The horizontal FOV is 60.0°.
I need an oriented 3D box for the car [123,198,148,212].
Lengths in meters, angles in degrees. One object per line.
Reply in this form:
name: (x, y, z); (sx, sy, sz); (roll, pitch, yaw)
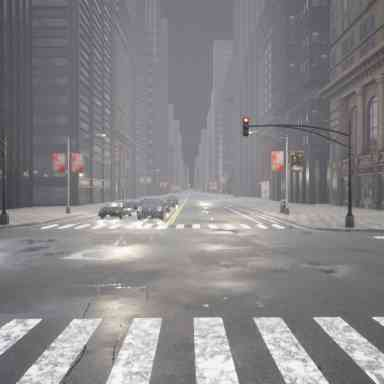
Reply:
car: (-6.584, 1.521, 39.446); (2.033, 1.411, 5.357); (0, 0, 0)

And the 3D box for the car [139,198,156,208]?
car: (-6.585, 1.563, 49.532); (1.895, 1.301, 4.718); (0, 0, 0)

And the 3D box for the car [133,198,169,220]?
car: (-3.338, 1.336, 28.091); (2.097, 1.767, 4.553); (0, 0, 0)

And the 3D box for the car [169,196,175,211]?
car: (-3.336, 1.523, 37.565); (2.033, 1.411, 5.357); (0, 0, 0)

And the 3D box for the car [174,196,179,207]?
car: (-3.339, 1.529, 47.464); (1.994, 1.385, 4.181); (0, 0, 0)

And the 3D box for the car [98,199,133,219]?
car: (-6.563, 1.531, 29.348); (2.033, 1.411, 5.357); (0, 0, 4)

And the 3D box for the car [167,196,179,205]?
car: (-3.297, 1.454, 57.838); (1.837, 1.490, 4.892); (0, 0, 0)
